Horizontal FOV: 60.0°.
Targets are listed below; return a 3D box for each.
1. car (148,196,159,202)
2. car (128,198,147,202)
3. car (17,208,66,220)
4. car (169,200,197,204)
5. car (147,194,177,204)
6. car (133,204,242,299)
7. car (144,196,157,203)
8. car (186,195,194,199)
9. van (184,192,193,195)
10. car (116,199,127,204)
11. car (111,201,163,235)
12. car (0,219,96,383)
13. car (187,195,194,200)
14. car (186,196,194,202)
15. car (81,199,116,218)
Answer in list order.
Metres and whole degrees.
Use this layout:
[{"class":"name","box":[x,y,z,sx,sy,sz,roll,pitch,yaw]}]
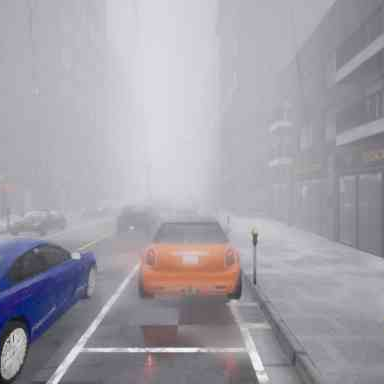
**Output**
[{"class":"car","box":[-8.408,1.543,73.374,1.887,1.381,4.507,0,0,0]},{"class":"car","box":[-5.823,1.525,39.079,1.812,1.442,4.674,0,0,1]},{"class":"car","box":[-8.408,1.582,18.538,1.802,1.307,4.206,0,0,0]},{"class":"car","box":[-0.383,1.551,24.063,2.008,1.369,4.403,0,0,0]},{"class":"car","box":[-2.975,1.351,33.874,2.097,1.767,4.553,0,0,0]},{"class":"car","box":[-0.033,1.353,8.620,2.097,1.767,4.553,0,0,0]},{"class":"car","box":[-8.408,1.549,67.693,2.008,1.369,4.403,0,0,0]},{"class":"car","box":[-0.383,1.440,35.101,1.967,1.590,4.097,0,0,0]},{"class":"van","box":[-0.383,1.339,67.702,1.690,1.788,3.998,0,0,0]},{"class":"car","box":[-8.408,1.525,34.923,1.752,1.417,4.829,0,0,0]},{"class":"car","box":[-2.974,1.506,18.960,1.837,1.490,4.892,0,0,0]},{"class":"car","box":[-3.021,1.477,5.346,1.882,1.535,5.008,0,0,0]},{"class":"car","box":[-0.383,1.575,90.427,1.802,1.307,4.206,0,0,0]},{"class":"car","box":[-0.383,1.579,79.064,1.802,1.307,4.206,0,0,0]},{"class":"car","box":[-8.408,1.440,29.575,1.967,1.590,4.097,0,0,0]}]
